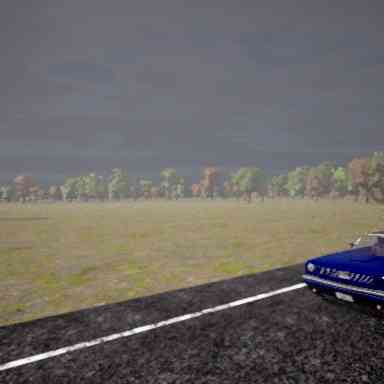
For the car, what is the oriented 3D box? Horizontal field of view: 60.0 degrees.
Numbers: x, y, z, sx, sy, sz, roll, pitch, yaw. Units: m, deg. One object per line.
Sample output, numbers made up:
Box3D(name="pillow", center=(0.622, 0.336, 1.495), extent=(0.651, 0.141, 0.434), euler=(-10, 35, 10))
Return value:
Box3D(name="car", center=(4.525, 1.584, 7.350), extent=(4.718, 1.301, 1.895), euler=(0, 0, -37))
